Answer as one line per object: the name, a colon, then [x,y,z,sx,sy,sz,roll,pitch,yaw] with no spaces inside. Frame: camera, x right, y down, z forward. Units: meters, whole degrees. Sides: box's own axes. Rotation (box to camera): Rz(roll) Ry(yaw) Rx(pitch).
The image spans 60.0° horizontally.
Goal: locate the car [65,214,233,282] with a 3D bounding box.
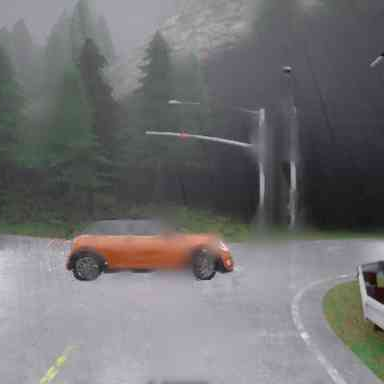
car: [-1.122,1.501,9.649,4.553,1.767,2.097,-1,-5,0]
